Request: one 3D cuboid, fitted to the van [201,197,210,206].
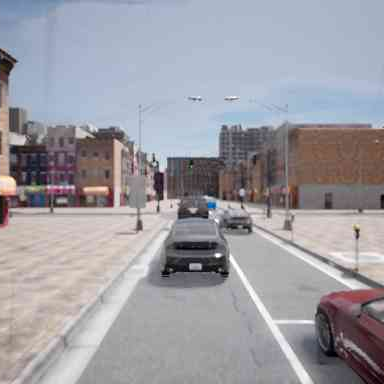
[{"bbox_3d":[2.576,1.777,63.725,1.690,1.788,3.998,0,0,0],"label":"van"}]

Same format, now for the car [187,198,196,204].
[{"bbox_3d":[-0.072,2.074,77.331,2.033,1.411,5.357,0,0,0],"label":"car"}]

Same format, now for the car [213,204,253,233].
[{"bbox_3d":[2.618,1.672,20.295,2.008,1.369,4.403,0,0,0],"label":"car"}]

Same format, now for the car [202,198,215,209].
[{"bbox_3d":[2.587,1.793,52.773,1.967,1.590,4.097,0,0,0],"label":"car"}]

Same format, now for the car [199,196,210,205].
[{"bbox_3d":[2.569,1.794,69.198,2.192,1.841,5.009,0,-1,0],"label":"car"}]

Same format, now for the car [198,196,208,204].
[{"bbox_3d":[2.560,1.880,80.150,2.192,1.841,5.009,0,0,0],"label":"car"}]

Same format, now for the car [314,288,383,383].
[{"bbox_3d":[2.635,1.599,3.258,1.802,1.307,4.206,0,0,0],"label":"car"}]

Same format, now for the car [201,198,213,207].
[{"bbox_3d":[2.581,1.834,58.248,1.967,1.590,4.097,0,0,0],"label":"car"}]

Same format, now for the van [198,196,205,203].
[{"bbox_3d":[2.550,1.992,91.100,1.690,1.788,3.998,0,0,0],"label":"van"}]

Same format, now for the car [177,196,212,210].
[{"bbox_3d":[0.071,1.371,24.276,2.150,2.045,5.566,0,0,0],"label":"car"}]

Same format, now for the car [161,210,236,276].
[{"bbox_3d":[0.091,1.565,10.505,1.837,1.490,4.892,0,0,0],"label":"car"}]

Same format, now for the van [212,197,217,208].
[{"bbox_3d":[2.592,1.654,47.299,1.690,1.788,3.998,0,0,0],"label":"van"}]
